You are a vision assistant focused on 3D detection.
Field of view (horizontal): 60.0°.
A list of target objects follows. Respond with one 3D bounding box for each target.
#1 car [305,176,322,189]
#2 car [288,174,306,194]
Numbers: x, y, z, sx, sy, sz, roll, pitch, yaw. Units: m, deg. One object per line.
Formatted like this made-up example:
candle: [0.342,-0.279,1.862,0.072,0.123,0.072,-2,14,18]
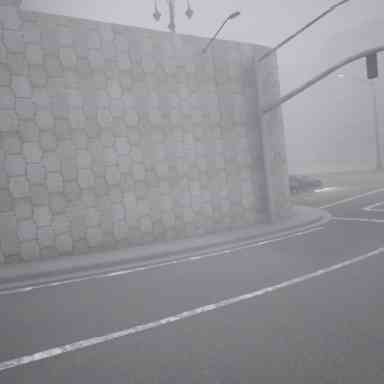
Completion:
car: [9.632,-0.903,30.405,1.994,1.385,4.181,-10,6,-34]
car: [6.811,-0.600,28.343,2.097,1.767,4.553,-10,6,-35]
